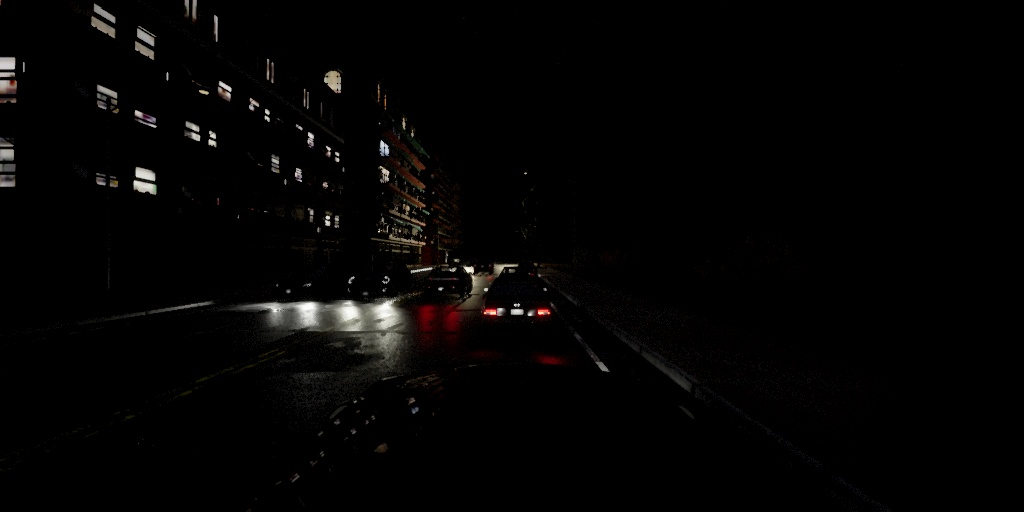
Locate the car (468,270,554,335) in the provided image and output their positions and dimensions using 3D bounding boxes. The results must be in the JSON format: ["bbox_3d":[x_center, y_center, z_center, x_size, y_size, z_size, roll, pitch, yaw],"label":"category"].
[{"bbox_3d":[0.110,1.299,10.525,2.033,1.411,5.357,0,0,0],"label":"car"}]

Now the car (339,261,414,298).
[{"bbox_3d":[-6.585,1.104,18.346,2.097,1.767,4.553,0,0,0],"label":"car"}]

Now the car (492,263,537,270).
[{"bbox_3d":[0.118,1.300,20.886,2.033,1.411,5.357,0,0,0],"label":"car"}]

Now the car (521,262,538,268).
[{"bbox_3d":[1.165,1.259,30.653,1.837,1.490,4.892,0,0,0],"label":"car"}]

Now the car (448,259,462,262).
[{"bbox_3d":[-9.762,1.244,61.773,2.128,1.511,4.902,0,0,0],"label":"car"}]

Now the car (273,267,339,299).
[{"bbox_3d":[-9.835,1.278,18.099,1.812,1.442,4.674,0,0,0],"label":"car"}]

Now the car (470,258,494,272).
[{"bbox_3d":[-3.113,1.105,40.032,2.097,1.767,4.553,0,0,0],"label":"car"}]

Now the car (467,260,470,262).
[{"bbox_3d":[-6.515,1.103,61.381,2.097,1.767,4.553,0,0,0],"label":"car"}]

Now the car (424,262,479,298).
[{"bbox_3d":[-3.134,1.243,18.259,2.128,1.511,4.902,0,0,0],"label":"car"}]
